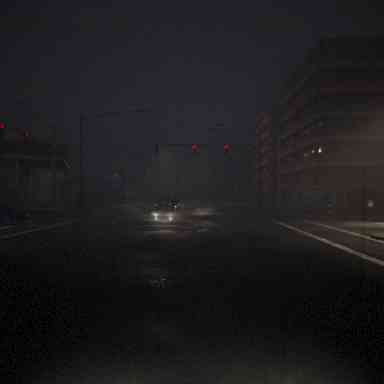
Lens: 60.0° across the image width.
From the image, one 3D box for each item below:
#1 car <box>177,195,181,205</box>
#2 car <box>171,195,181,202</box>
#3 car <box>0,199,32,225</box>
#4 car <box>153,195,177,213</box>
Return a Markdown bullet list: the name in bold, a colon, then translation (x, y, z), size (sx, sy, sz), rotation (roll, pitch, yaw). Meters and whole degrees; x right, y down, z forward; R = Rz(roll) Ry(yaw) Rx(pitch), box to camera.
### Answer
- **car**: translation (-3.295, 1.547, 55.859), size (2.033, 1.411, 5.357), rotation (0, 0, 0)
- **car**: translation (-3.359, 1.391, 71.737), size (1.994, 1.385, 4.181), rotation (0, 0, 0)
- **car**: translation (-14.001, 1.477, 23.408), size (5.008, 1.535, 1.882), rotation (0, 0, 0)
- **car**: translation (-3.145, 1.351, 37.602), size (2.097, 1.767, 4.553), rotation (0, 0, -1)
